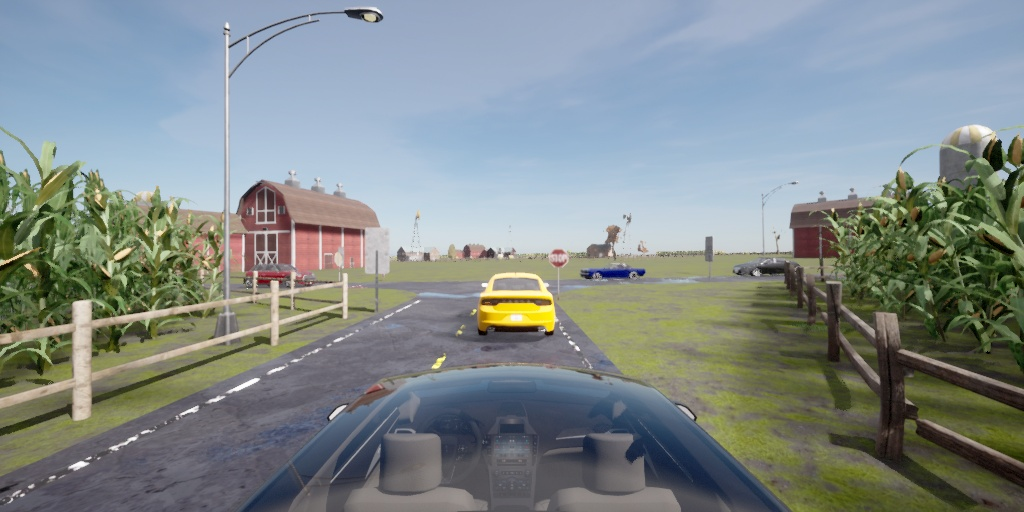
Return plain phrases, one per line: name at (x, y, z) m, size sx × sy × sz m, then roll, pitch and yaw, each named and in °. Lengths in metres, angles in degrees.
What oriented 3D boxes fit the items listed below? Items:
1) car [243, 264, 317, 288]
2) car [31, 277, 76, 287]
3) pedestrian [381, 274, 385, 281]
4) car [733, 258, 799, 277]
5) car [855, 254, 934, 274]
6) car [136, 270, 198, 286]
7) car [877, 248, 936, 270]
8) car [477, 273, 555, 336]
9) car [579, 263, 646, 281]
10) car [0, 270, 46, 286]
car at (-16.545, 1.335, 25.739) m, size 4.553 × 1.767 × 2.097 m, roll -1°, pitch -1°, yaw 6°
car at (-37.652, 1.811, 28.766) m, size 5.008 × 1.535 × 1.882 m, roll -1°, pitch -1°, yaw 12°
pedestrian at (-11.176, 1.613, 31.209) m, size 0.500 × 1.100 × 0.500 m, roll 0°, pitch 0°, yaw 4°
car at (20.278, 0.885, 28.722) m, size 4.902 × 1.511 × 2.128 m, roll -1°, pitch 0°, yaw -6°
car at (32.124, 0.678, 30.165) m, size 4.902 × 1.511 × 2.128 m, roll -1°, pitch 0°, yaw -9°
car at (-26.665, 1.699, 26.889) m, size 5.357 × 1.411 × 2.033 m, roll -1°, pitch -1°, yaw 8°
car at (31.216, 0.405, 27.019) m, size 5.566 × 2.045 × 2.150 m, roll -1°, pitch 0°, yaw -8°
car at (0.103, 1.227, 10.469) m, size 1.882 × 1.535 × 5.008 m, roll 0°, pitch 0°, yaw 0°
car at (7.633, 1.206, 27.512) m, size 4.718 × 1.301 × 1.895 m, roll -1°, pitch 0°, yaw -8°
car at (-46.689, 2.041, 33.731) m, size 4.674 × 1.442 × 1.812 m, roll -1°, pitch -1°, yaw 15°
